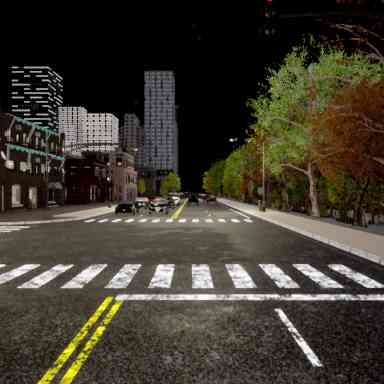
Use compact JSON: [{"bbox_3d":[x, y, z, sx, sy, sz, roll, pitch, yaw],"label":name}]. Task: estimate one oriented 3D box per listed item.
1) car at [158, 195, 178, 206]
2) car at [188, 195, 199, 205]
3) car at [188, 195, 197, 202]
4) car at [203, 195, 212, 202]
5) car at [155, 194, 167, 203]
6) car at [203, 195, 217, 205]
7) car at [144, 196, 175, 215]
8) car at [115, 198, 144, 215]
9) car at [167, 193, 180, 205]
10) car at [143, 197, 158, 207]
[{"bbox_3d":[-3.248,1.490,44.511,1.837,1.490,4.892,0,0,0],"label":"car"},{"bbox_3d":[0.209,1.484,56.552,1.837,1.490,4.892,0,0,0],"label":"car"},{"bbox_3d":[0.146,1.494,74.630,1.812,1.442,4.674,0,0,0],"label":"car"},{"bbox_3d":[3.392,1.448,74.292,1.882,1.535,5.008,0,0,0],"label":"car"},{"bbox_3d":[-6.368,1.378,68.299,2.097,1.767,4.553,0,0,0],"label":"car"},{"bbox_3d":[3.465,1.469,58.849,2.128,1.511,4.902,0,0,0],"label":"car"},{"bbox_3d":[-3.275,1.481,34.270,2.128,1.511,4.902,0,0,0],"label":"car"},{"bbox_3d":[-6.527,1.554,33.962,1.994,1.385,4.181,0,0,0],"label":"car"},{"bbox_3d":[-3.211,1.202,55.236,2.150,2.045,5.566,0,0,1],"label":"car"},{"bbox_3d":[-6.472,1.507,52.718,1.812,1.442,4.674,0,0,0],"label":"car"}]
